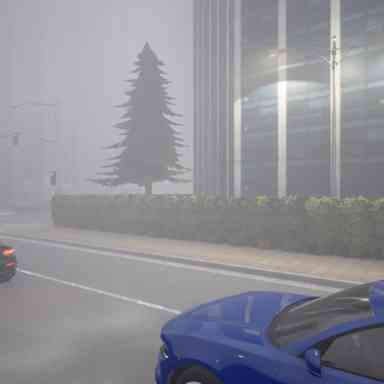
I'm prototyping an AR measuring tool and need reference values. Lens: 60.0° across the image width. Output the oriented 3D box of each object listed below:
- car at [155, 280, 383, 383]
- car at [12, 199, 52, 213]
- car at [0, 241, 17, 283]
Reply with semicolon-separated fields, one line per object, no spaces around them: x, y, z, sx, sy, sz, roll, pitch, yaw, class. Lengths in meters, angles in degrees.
1.923;1.478;2.622;5.008;1.535;1.882;0;0;36;car
-17.212;1.547;37.467;2.033;1.411;5.357;0;0;36;car
-6.203;1.526;8.376;4.674;1.442;1.812;0;0;36;car
